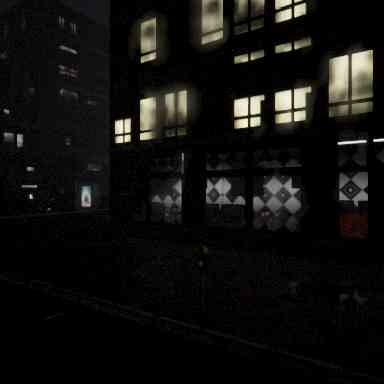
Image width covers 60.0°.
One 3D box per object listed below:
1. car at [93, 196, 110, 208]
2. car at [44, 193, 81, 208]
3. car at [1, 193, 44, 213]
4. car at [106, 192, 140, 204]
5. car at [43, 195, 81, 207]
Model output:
[{"bbox_3d":[-9.815,1.072,38.199,1.947,1.339,4.313,1,2,35],"label":"car"},{"bbox_3d":[-15.653,0.883,39.973,2.097,1.767,4.553,0,1,35],"label":"car"},{"bbox_3d":[-16.164,1.029,29.096,2.192,1.841,5.009,1,2,35],"label":"car"},{"bbox_3d":[-9.913,0.847,48.185,1.837,1.490,4.892,0,1,35],"label":"car"},{"bbox_3d":[-16.722,1.074,42.944,1.802,1.307,4.206,1,2,35],"label":"car"}]
